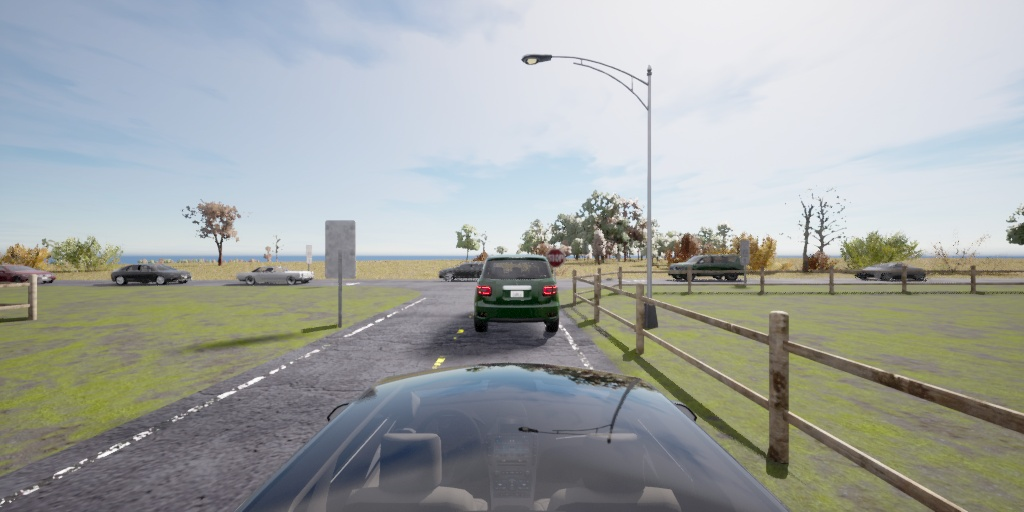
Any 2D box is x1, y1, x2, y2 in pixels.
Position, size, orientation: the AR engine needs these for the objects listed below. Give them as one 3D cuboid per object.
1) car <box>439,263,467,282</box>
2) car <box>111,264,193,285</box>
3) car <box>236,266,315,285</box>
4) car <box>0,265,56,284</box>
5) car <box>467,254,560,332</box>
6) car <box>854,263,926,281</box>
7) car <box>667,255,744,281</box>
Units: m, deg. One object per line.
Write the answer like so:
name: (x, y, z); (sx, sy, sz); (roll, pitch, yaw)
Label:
car: (-3.419, 1.259, 28.875); (4.892, 1.490, 1.837); (0, 0, 1)
car: (-26.213, 1.324, 26.160); (4.892, 1.490, 1.837); (0, 0, 1)
car: (-17.040, 1.394, 26.064); (4.718, 1.301, 1.895); (0, 0, 1)
car: (-36.546, 1.376, 26.278); (4.674, 1.442, 1.812); (0, 0, 1)
car: (0.123, 0.971, 10.942); (2.150, 2.045, 5.566); (0, 0, 0)
car: (29.988, 1.244, 28.524); (4.181, 1.385, 1.994); (0, 0, 1)
car: (15.431, 0.923, 28.682); (5.566, 2.045, 2.150); (-1, 0, 0)
